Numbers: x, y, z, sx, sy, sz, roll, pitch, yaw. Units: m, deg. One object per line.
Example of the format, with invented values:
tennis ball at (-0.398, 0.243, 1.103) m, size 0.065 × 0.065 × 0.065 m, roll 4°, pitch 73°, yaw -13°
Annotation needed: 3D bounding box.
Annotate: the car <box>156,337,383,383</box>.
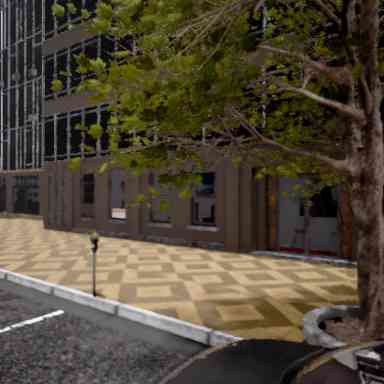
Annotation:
car at (1.626, 1.553, 1.716) m, size 4.403 × 1.369 × 2.008 m, roll 0°, pitch 0°, yaw 35°
